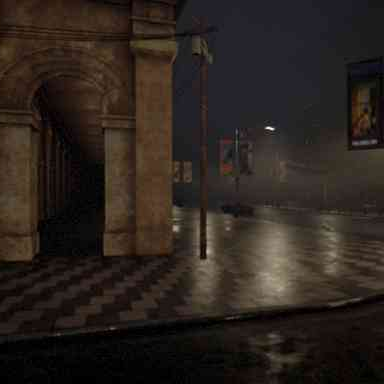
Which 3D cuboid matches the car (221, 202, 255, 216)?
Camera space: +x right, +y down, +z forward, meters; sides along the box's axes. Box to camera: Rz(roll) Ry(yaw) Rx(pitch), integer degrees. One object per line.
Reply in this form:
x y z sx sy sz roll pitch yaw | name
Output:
4.541 1.640 33.441 1.895 1.301 4.718 0 0 -15 | car
